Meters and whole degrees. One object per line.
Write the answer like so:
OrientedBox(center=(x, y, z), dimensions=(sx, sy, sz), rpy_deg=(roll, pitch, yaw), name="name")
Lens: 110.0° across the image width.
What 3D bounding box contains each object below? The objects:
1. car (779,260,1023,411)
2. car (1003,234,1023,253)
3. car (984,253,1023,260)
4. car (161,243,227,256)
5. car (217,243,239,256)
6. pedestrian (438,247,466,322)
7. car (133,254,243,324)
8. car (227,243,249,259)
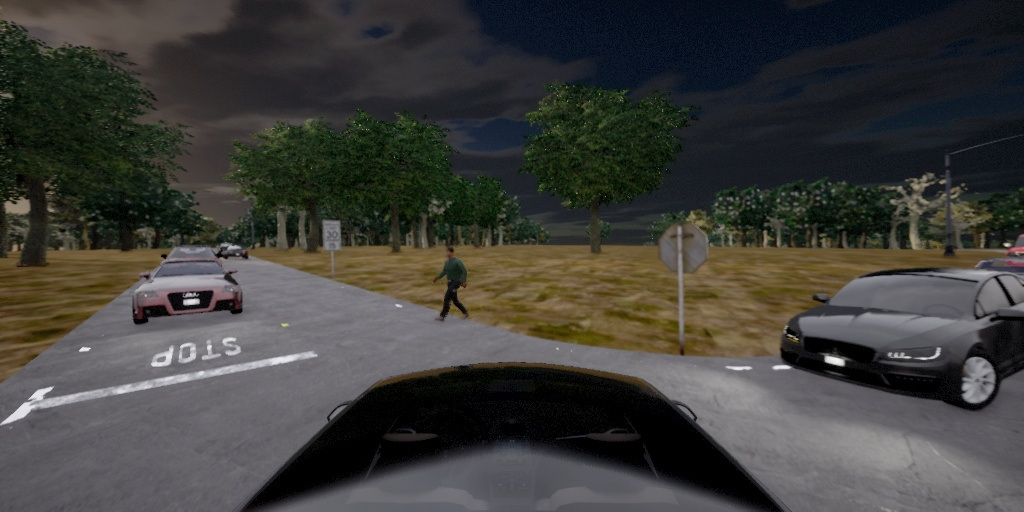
OrientedBox(center=(6.297, 0.973, 5.495), dimensions=(4.892, 1.490, 1.837), rpy_deg=(-3, 1, -23), name="car")
OrientedBox(center=(25.991, -0.114, 17.390), dimensions=(5.566, 2.045, 2.150), rpy_deg=(-2, 1, -32), name="car")
OrientedBox(center=(14.871, 0.709, 10.475), dimensions=(4.718, 1.301, 1.895), rpy_deg=(-2, 1, -33), name="car")
OrientedBox(center=(-15.286, 0.268, 17.189), dimensions=(2.097, 1.767, 4.553), rpy_deg=(-2, 3, -42), name="car")
OrientedBox(center=(-36.628, -0.906, 46.171), dimensions=(1.882, 1.535, 5.008), rpy_deg=(-2, 3, -41), name="car")
OrientedBox(center=(-1.430, 0.624, 8.554), dimensions=(0.375, 1.860, 0.375), rpy_deg=(2, -2, -41), name="pedestrian")
OrientedBox(center=(-8.746, 0.815, 9.800), dimensions=(1.994, 1.385, 4.181), rpy_deg=(-2, 3, -41), name="car")
OrientedBox(center=(-28.628, -0.440, 37.122), dimensions=(1.812, 1.442, 4.674), rpy_deg=(-2, 3, -41), name="car")
